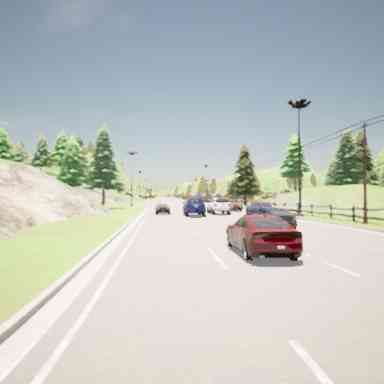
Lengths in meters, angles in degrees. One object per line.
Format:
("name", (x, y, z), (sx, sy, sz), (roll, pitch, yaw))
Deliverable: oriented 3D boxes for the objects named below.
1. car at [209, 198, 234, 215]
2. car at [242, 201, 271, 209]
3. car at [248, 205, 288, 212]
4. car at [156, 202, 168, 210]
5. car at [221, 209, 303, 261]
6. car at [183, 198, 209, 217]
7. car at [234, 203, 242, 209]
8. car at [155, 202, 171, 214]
("car", (3.359, 1.762, 42.023), (2.150, 2.045, 5.566), (0, -1, -6))
("car", (7.403, 1.816, 36.619), (2.097, 1.767, 4.553), (0, -1, -6))
("car", (5.340, 1.800, 21.712), (1.812, 1.442, 4.674), (0, -1, -5))
("car", (-5.114, 2.343, 56.756), (1.895, 1.301, 4.718), (0, -1, -6))
("car", (2.632, 1.645, 13.103), (1.882, 1.535, 5.008), (0, -1, -5))
("car", (0.193, 1.720, 38.435), (2.150, 2.045, 5.566), (0, -1, -6))
("car", (6.146, 2.233, 49.494), (1.895, 1.301, 4.718), (0, -1, -6))
("car", (-3.755, 2.161, 42.847), (1.895, 1.301, 4.718), (0, -1, -6))
